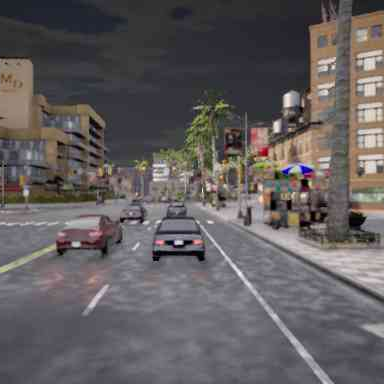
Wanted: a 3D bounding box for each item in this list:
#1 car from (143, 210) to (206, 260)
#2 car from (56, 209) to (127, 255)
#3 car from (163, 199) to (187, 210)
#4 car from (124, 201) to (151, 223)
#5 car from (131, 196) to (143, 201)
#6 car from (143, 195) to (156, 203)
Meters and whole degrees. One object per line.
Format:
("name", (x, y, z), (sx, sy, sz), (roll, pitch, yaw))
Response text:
("car", (-0.513, 1.631, 12.813), (2.033, 1.411, 5.357), (0, 0, -2))
("car", (-4.056, 1.631, 13.667), (1.812, 1.442, 4.674), (0, 0, -2))
("car", (-1.475, 1.706, 32.735), (2.128, 1.511, 4.902), (0, 0, -3))
("car", (-4.789, 1.744, 27.691), (2.033, 1.411, 5.357), (0, 0, -4))
("car", (-14.765, 2.211, 87.320), (1.895, 1.301, 4.718), (0, 0, -3))
("car", (-11.296, 1.960, 87.999), (2.097, 1.767, 4.553), (0, 0, -3))
